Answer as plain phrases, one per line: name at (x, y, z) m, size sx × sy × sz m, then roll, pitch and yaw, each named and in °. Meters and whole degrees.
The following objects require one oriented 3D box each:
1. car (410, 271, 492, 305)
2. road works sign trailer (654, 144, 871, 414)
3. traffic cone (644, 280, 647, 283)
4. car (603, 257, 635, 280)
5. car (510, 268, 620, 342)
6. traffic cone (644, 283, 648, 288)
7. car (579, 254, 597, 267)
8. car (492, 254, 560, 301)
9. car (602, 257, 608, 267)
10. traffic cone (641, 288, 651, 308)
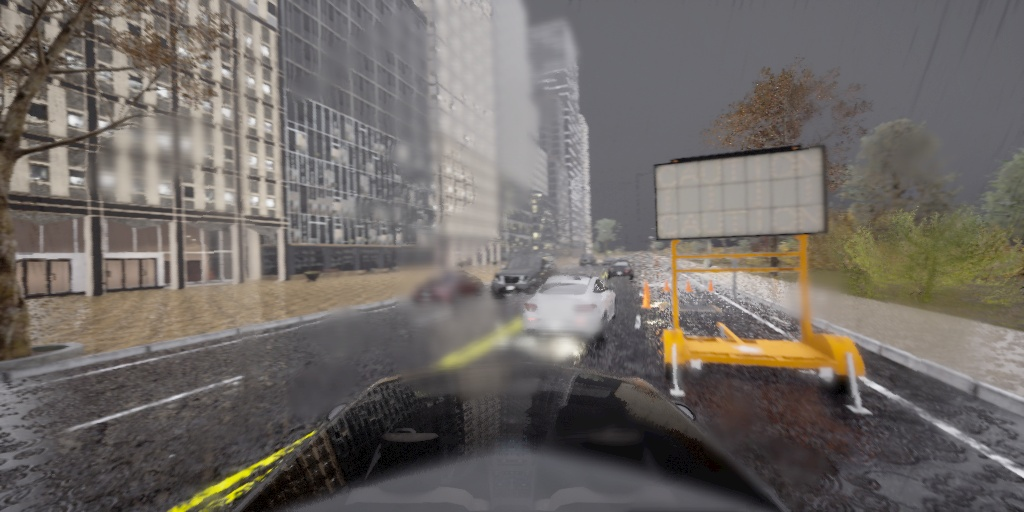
car at (-2.838, 1.405, 16.621) m, size 1.994 × 1.385 × 4.181 m, roll -2°, pitch 0°, yaw 20°
road works sign trailer at (3.731, 0.104, 5.969) m, size 2.380 × 3.560 × 2.880 m, roll 0°, pitch 0°, yaw 20°
traffic cone at (6.260, 1.525, 16.763) m, size 0.340 × 0.580 × 0.340 m, roll 0°, pitch 0°, yaw 20°
car at (8.530, 1.034, 28.027) m, size 1.812 × 1.442 × 4.674 m, roll -2°, pitch 0°, yaw 20°
car at (1.695, 1.228, 9.596) m, size 1.812 × 1.442 × 4.674 m, roll -2°, pitch 0°, yaw 20°
traffic cone at (5.565, 1.545, 14.888) m, size 0.340 × 0.580 × 0.340 m, roll 0°, pitch 0°, yaw 20°
car at (11.949, 0.650, 56.350) m, size 2.150 × 2.045 × 5.566 m, roll -2°, pitch 0°, yaw 21°
car at (0.894, 0.954, 17.368) m, size 2.150 × 2.045 × 5.566 m, roll -2°, pitch 0°, yaw 20°
car at (15.028, 0.883, 55.271) m, size 2.033 × 1.411 × 5.357 m, roll -2°, pitch 0°, yaw 21°
traffic cone at (4.870, 1.565, 13.012) m, size 0.340 × 0.580 × 0.340 m, roll 0°, pitch 0°, yaw 20°
